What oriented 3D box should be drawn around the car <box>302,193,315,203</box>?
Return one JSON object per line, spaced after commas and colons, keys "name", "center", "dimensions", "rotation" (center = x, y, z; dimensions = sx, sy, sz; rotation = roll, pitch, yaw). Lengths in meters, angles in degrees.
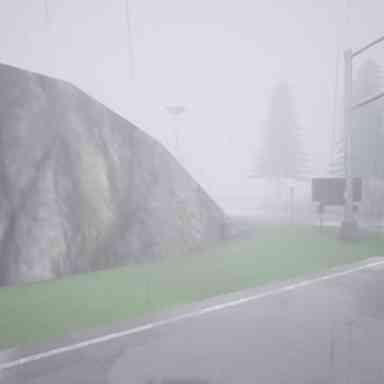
{"name": "car", "center": [20.468, 0.875, 55.457], "dimensions": [4.553, 1.767, 2.097], "rotation": [-1, 0, -36]}
